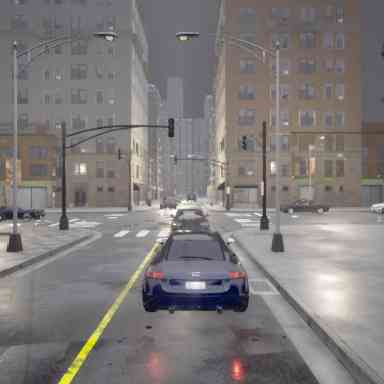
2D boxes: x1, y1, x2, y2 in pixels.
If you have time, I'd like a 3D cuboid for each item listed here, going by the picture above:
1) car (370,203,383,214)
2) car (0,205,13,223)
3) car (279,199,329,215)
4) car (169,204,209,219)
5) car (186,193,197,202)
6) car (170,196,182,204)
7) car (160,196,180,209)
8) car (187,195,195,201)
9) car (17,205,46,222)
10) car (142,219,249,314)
[{"bbox_3d":[20.384,1.438,33.275,4.674,1.442,1.812,0,0,-1],"label":"car"},{"bbox_3d":[-15.248,1.616,23.069,4.181,1.385,1.994,0,0,0],"label":"car"},{"bbox_3d":[11.122,1.449,33.212,4.892,1.490,1.837,0,0,0],"label":"car"},{"bbox_3d":[-0.105,1.525,16.433,1.812,1.442,4.674,0,0,-2],"label":"car"},{"bbox_3d":[-0.160,1.274,76.198,2.150,2.045,5.566,0,0,0],"label":"car"},{"bbox_3d":[-3.146,1.532,66.472,2.128,1.511,4.902,0,0,0],"label":"car"},{"bbox_3d":[-3.116,1.368,44.604,2.097,1.767,4.553,0,0,0],"label":"car"},{"bbox_3d":[-0.205,1.583,86.587,2.128,1.511,4.902,0,0,0],"label":"car"},{"bbox_3d":[-14.181,1.648,26.325,4.718,1.301,1.895,0,0,0],"label":"car"},{"bbox_3d":[0.075,1.564,7.687,1.994,1.385,4.181,0,0,0],"label":"car"}]
